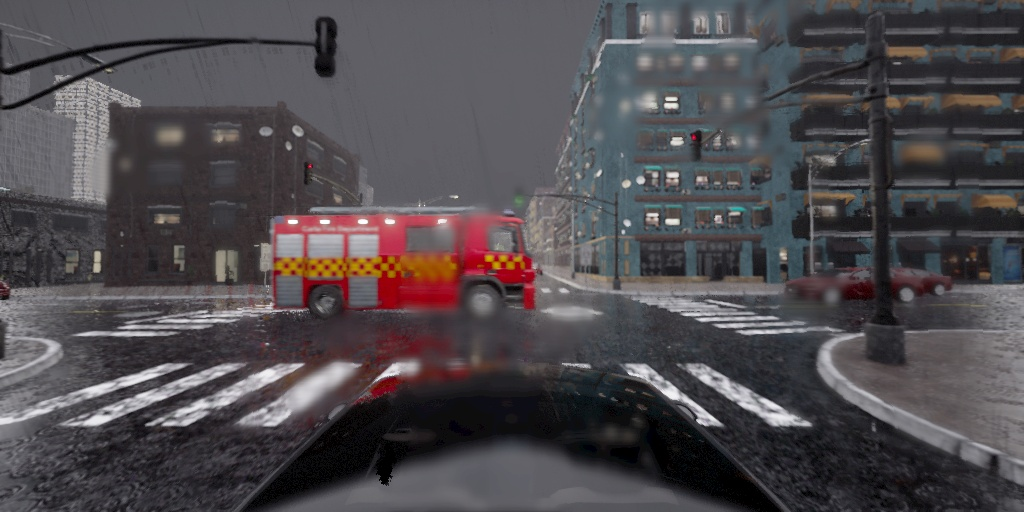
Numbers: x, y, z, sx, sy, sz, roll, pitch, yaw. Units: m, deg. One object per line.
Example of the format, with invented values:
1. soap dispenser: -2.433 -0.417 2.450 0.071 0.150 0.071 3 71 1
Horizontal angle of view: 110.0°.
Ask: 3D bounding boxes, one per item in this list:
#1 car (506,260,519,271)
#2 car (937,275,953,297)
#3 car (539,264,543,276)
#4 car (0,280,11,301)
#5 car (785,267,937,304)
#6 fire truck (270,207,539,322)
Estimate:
1. car: 0.034 1.591 60.367 2.097 1.767 4.553 0 0 0
2. car: 19.486 1.341 18.241 4.507 1.381 1.888 0 0 1
3. car: 2.716 1.543 44.148 1.967 1.591 4.097 0 0 0
4. car: -29.304 1.650 18.757 4.097 1.591 1.967 0 0 1
5. car: 14.750 1.240 15.632 5.008 1.535 1.882 -1 -2 1
6. fire truck: -3.463 0.163 12.692 8.468 3.827 2.891 0 0 1
